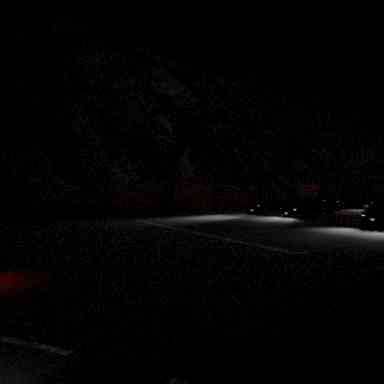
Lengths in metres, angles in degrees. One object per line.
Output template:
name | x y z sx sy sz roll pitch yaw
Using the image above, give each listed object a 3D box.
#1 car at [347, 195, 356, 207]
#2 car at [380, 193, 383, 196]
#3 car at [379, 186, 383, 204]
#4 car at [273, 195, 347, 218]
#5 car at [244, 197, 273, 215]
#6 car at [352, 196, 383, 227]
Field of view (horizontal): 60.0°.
car | 15.152 0.930 33.042 4.718 1.301 1.895 -1 1 -32
car | 18.553 0.828 31.061 4.892 1.490 1.837 -1 1 -32
car | 24.569 0.361 39.075 5.566 2.045 2.150 -1 1 -33
car | 8.894 1.066 24.905 5.357 1.411 2.033 -1 1 -32
car | 6.593 1.104 27.590 4.718 1.301 1.895 -1 1 -32
car | 11.113 1.104 18.024 4.892 1.490 1.837 -1 1 -32
